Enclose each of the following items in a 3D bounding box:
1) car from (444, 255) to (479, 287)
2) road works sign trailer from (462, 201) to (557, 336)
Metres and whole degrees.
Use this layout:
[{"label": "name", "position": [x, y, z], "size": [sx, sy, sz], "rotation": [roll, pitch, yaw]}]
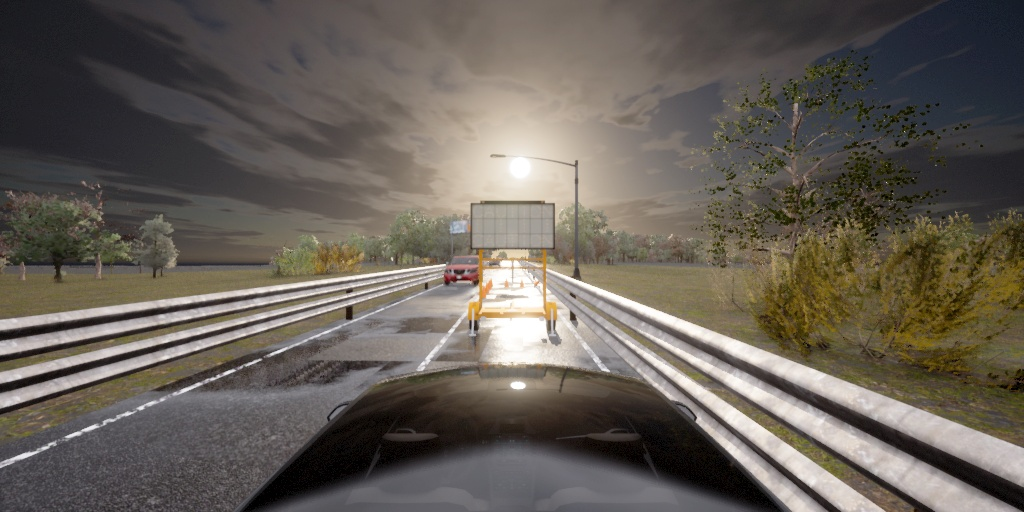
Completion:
[{"label": "car", "position": [-3.320, 0.980, 25.308], "size": [2.150, 2.045, 5.566], "rotation": [0, 0, 0]}, {"label": "road works sign trailer", "position": [0.021, 0.218, 10.353], "size": [2.380, 3.560, 2.880], "rotation": [0, 0, 0]}]
